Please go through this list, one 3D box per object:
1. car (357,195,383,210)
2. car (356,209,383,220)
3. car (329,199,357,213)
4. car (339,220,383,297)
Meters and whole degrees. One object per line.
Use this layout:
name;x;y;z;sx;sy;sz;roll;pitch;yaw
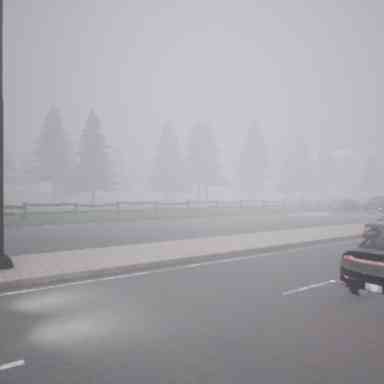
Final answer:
car;21.316;1.340;37.178;5.566;2.045;2.150;0;0;-35
car;9.682;1.597;14.761;5.357;1.411;2.033;0;0;-35
car;18.150;1.611;39.231;4.902;1.511;2.128;0;0;-35
car;5.250;1.517;7.375;4.902;1.511;2.128;0;0;-35
